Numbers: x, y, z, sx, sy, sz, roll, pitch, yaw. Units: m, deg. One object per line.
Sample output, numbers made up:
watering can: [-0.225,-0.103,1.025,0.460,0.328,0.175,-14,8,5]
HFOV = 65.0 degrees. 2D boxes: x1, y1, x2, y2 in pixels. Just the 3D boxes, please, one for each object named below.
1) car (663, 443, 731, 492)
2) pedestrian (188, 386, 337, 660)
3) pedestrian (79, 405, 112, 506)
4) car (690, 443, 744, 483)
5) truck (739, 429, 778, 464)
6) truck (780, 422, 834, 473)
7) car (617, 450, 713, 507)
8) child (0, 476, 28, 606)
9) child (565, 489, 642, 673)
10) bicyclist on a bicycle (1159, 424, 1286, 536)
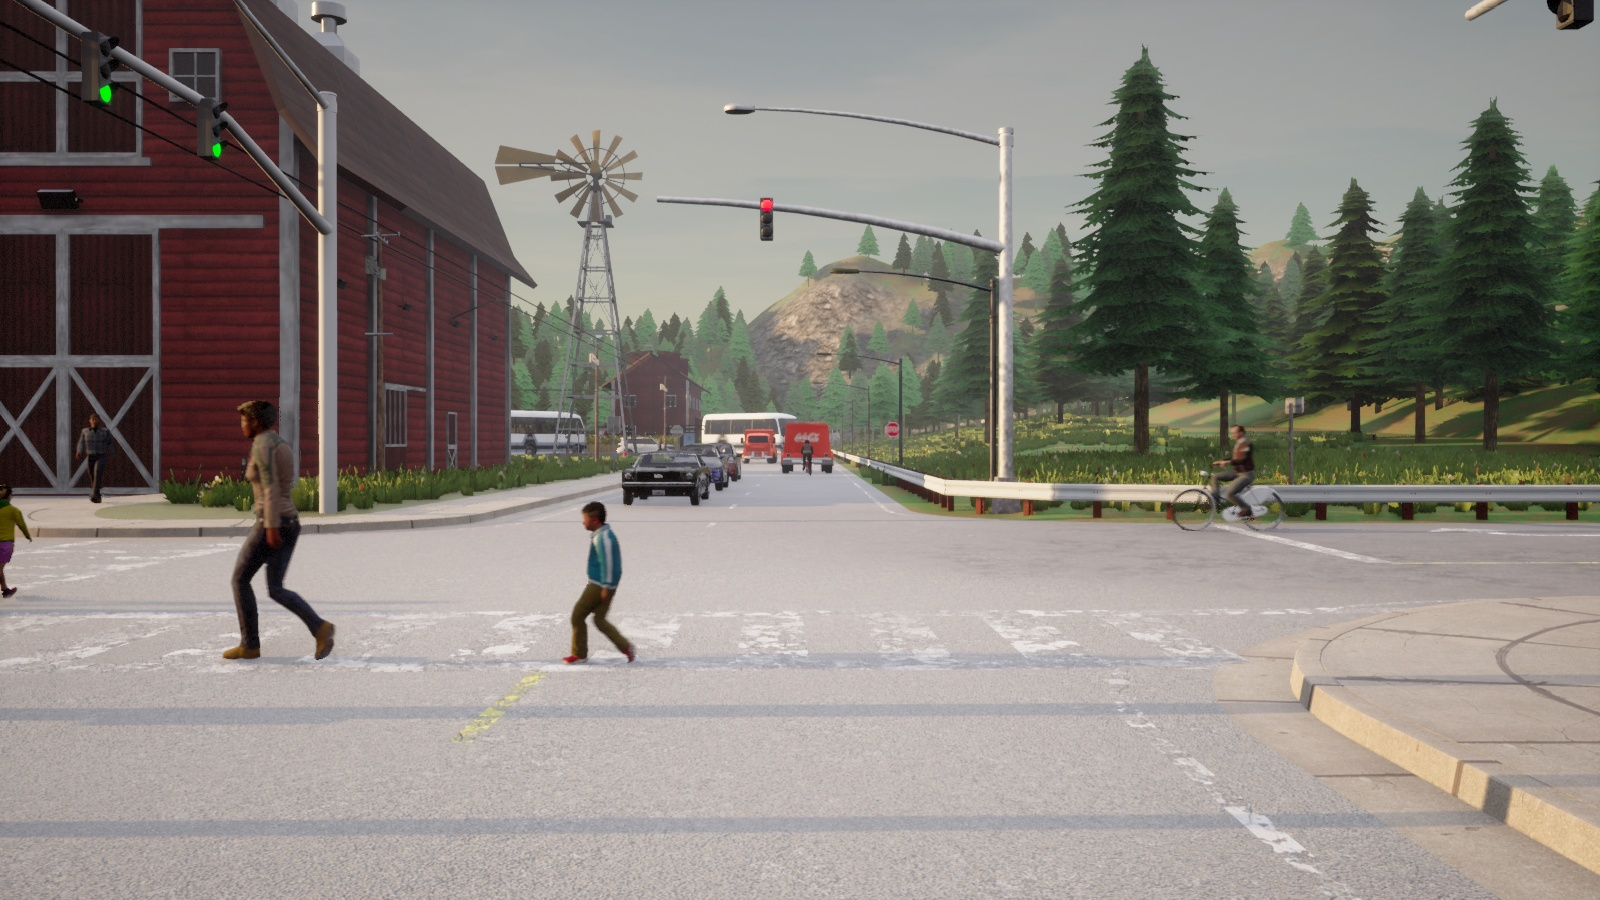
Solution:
car: [-3.261,0.529,40.469,1.816,1.474,4.193,0,0,0]
pedestrian: [-3.622,0.480,8.477,0.869,1.805,0.328,0,0,6]
pedestrian: [-13.822,0.110,24.633,0.423,1.949,0.788,0,0,-19]
car: [-3.213,0.479,49.318,1.845,1.501,3.633,0,0,0]
truck: [-2.972,-0.259,91.542,2.627,2.467,5.204,0,0,0]
truck: [0.366,-0.104,63.555,2.627,2.467,5.204,0,0,0]
car: [-3.310,0.665,31.709,1.895,1.301,4.718,0,0,0]
child: [-7.404,0.830,11.589,0.299,1.160,0.473,0,0,-5]
child: [-1.307,0.863,8.394,0.448,1.192,0.343,0,0,2]
bicyclist on a bicycle: [6.880,0.480,20.486,1.843,1.776,0.659,0,0,0]
